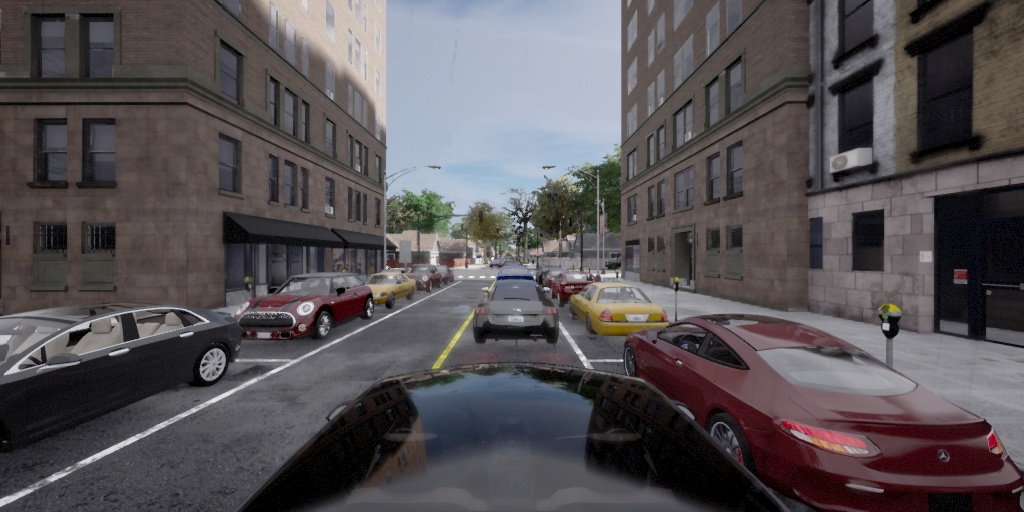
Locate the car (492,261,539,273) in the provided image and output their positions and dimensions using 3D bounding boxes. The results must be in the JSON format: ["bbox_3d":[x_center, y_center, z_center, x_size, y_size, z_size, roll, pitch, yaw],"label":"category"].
[{"bbox_3d":[0.122,1.235,18.653,1.882,1.535,5.008,0,0,-1],"label":"car"}]

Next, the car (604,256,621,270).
[{"bbox_3d":[15.607,0.895,49.239,5.566,2.045,2.150,0,0,0],"label":"car"}]

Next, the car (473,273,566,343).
[{"bbox_3d":[0.110,1.316,9.660,1.994,1.385,4.181,0,0,1],"label":"car"}]

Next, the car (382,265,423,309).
[{"bbox_3d":[-5.355,1.280,15.111,1.751,1.417,4.829,0,0,0],"label":"car"}]

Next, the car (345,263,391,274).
[{"bbox_3d":[-17.091,1.467,42.640,4.718,1.301,1.895,0,0,-2],"label":"car"}]

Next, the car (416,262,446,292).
[{"bbox_3d":[-5.340,1.198,20.800,1.967,1.591,4.097,0,0,0],"label":"car"}]

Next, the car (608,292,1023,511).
[{"bbox_3d":[2.641,1.332,4.225,1.802,1.307,4.207,0,0,0],"label":"car"}]

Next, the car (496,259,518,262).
[{"bbox_3d":[0.069,1.114,27.878,2.097,1.767,4.553,0,0,0],"label":"car"}]

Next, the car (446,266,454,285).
[{"bbox_3d":[-5.325,1.343,26.319,1.802,1.307,4.207,0,0,0],"label":"car"}]

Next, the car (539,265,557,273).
[{"bbox_3d":[2.685,1.340,20.780,1.802,1.307,4.207,0,0,0],"label":"car"}]

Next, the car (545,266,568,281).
[{"bbox_3d":[2.671,1.300,15.262,1.888,1.381,4.507,0,0,0],"label":"car"}]

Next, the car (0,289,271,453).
[{"bbox_3d":[-5.384,1.301,4.243,2.007,1.370,4.403,0,0,0],"label":"car"}]

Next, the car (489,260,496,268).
[{"bbox_3d":[-2.924,1.351,62.759,2.033,1.411,5.357,0,0,0],"label":"car"}]

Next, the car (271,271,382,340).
[{"bbox_3d":[-5.369,1.192,9.762,1.967,1.591,4.097,0,0,0],"label":"car"}]

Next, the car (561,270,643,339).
[{"bbox_3d":[2.656,1.278,9.914,1.751,1.417,4.829,0,0,0],"label":"car"}]
